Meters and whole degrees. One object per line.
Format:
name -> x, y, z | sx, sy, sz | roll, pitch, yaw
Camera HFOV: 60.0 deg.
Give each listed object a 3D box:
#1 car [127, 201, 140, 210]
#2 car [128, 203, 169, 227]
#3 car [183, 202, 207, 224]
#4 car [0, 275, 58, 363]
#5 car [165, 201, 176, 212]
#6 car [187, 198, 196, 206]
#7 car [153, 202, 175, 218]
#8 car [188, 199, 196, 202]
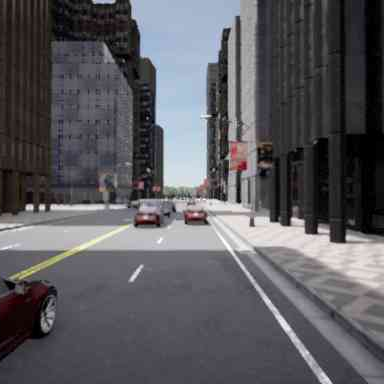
car -> -9.822, 2.239, 56.719 | 1.882, 1.535, 5.008 | 0, -1, 1
car -> -3.262, 1.858, 25.762 | 2.163, 1.488, 4.792 | 0, -1, 0
car -> 0.259, 1.904, 29.129 | 2.163, 1.488, 4.792 | 0, -1, -2
car -> -3.252, 1.557, 3.764 | 2.163, 1.488, 4.792 | 0, -1, 0
car -> -3.272, 2.078, 47.731 | 2.033, 1.649, 4.856 | 0, -1, 0
car -> -0.035, 2.386, 78.267 | 2.097, 1.767, 4.553 | 0, -1, 0
car -> -3.267, 2.104, 36.760 | 1.895, 1.301, 4.718 | 0, -1, 0
car -> 0.022, 2.401, 65.752 | 1.812, 1.442, 4.674 | 0, -1, 1
